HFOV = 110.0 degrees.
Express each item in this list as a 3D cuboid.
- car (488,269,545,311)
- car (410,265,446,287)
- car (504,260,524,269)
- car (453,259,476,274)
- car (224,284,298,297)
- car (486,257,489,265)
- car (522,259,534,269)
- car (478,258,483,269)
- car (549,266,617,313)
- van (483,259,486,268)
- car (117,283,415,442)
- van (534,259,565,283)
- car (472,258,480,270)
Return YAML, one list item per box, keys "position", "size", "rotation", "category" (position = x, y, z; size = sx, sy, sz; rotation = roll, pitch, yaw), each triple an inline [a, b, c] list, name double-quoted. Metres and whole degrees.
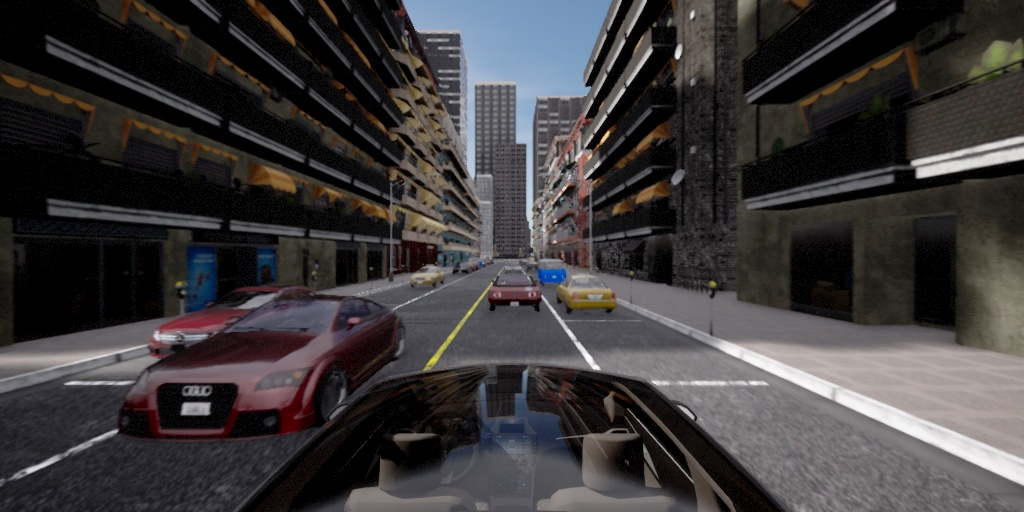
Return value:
- position: [0.101, 1.366, 14.558]
  size: [1.895, 1.301, 4.718]
  rotation: [0, 0, 0]
  category: "car"
- position: [-5.687, 1.304, 24.617]
  size: [1.751, 1.417, 4.829]
  rotation: [0, 0, 0]
  category: "car"
- position: [0.111, 1.403, 41.295]
  size: [1.895, 1.301, 4.718]
  rotation: [0, 0, 0]
  category: "car"
- position: [-5.683, 1.368, 41.356]
  size: [1.948, 1.339, 4.313]
  rotation: [0, 0, 0]
  category: "car"
- position: [-5.690, 1.339, 8.216]
  size: [1.802, 1.307, 4.207]
  rotation: [0, 0, 0]
  category: "car"
- position: [-5.678, 1.276, 63.451]
  size: [1.967, 1.591, 4.097]
  rotation: [0, 0, 0]
  category: "car"
- position: [2.699, 1.361, 46.865]
  size: [2.007, 1.370, 4.403]
  rotation: [0, 0, 0]
  category: "car"
- position: [-5.681, 1.364, 52.404]
  size: [1.888, 1.381, 4.507]
  rotation: [0, 0, 0]
  category: "car"
- position: [2.692, 1.290, 13.895]
  size: [1.751, 1.417, 4.829]
  rotation: [0, 0, 0]
  category: "car"
- position: [-5.679, 1.168, 57.927]
  size: [1.690, 1.789, 3.998]
  rotation: [0, 0, 0]
  category: "van"
- position: [-3.099, 1.318, 5.508]
  size: [1.994, 1.385, 4.181]
  rotation: [0, 0, 0]
  category: "car"
- position: [2.694, 1.119, 24.772]
  size: [1.690, 1.789, 3.998]
  rotation: [0, 0, 0]
  category: "van"
- position: [-5.681, 1.355, 46.880]
  size: [1.888, 1.381, 4.507]
  rotation: [0, 0, 0]
  category: "car"
